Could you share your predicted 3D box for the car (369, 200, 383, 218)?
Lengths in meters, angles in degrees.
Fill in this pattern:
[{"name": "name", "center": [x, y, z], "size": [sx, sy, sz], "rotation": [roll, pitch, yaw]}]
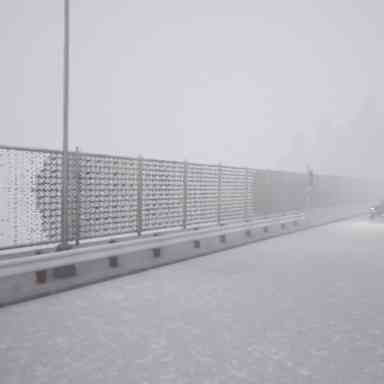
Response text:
[{"name": "car", "center": [14.311, 1.227, 24.060], "size": [1.895, 1.301, 4.718], "rotation": [2, 2, 39]}]
